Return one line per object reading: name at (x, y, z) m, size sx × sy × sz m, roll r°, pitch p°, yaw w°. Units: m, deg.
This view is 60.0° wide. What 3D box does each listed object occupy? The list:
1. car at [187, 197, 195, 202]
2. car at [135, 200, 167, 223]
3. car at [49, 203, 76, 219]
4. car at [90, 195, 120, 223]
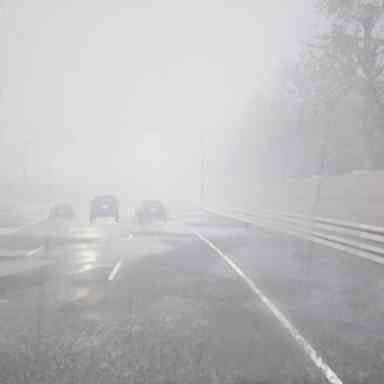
car at (-0.260, 2.193, 95.238) m, size 2.128 × 1.511 × 4.902 m, roll 0°, pitch -3°, yaw 7°
car at (-3.302, 1.371, 26.126) m, size 2.097 × 1.767 × 4.553 m, roll 0°, pitch 0°, yaw -13°
car at (-11.490, 1.635, 29.688) m, size 1.994 × 1.385 × 4.181 m, roll 0°, pitch 0°, yaw -16°
car at (-6.964, 1.264, 26.630) m, size 2.150 × 2.045 × 5.566 m, roll 0°, pitch 0°, yaw -14°
